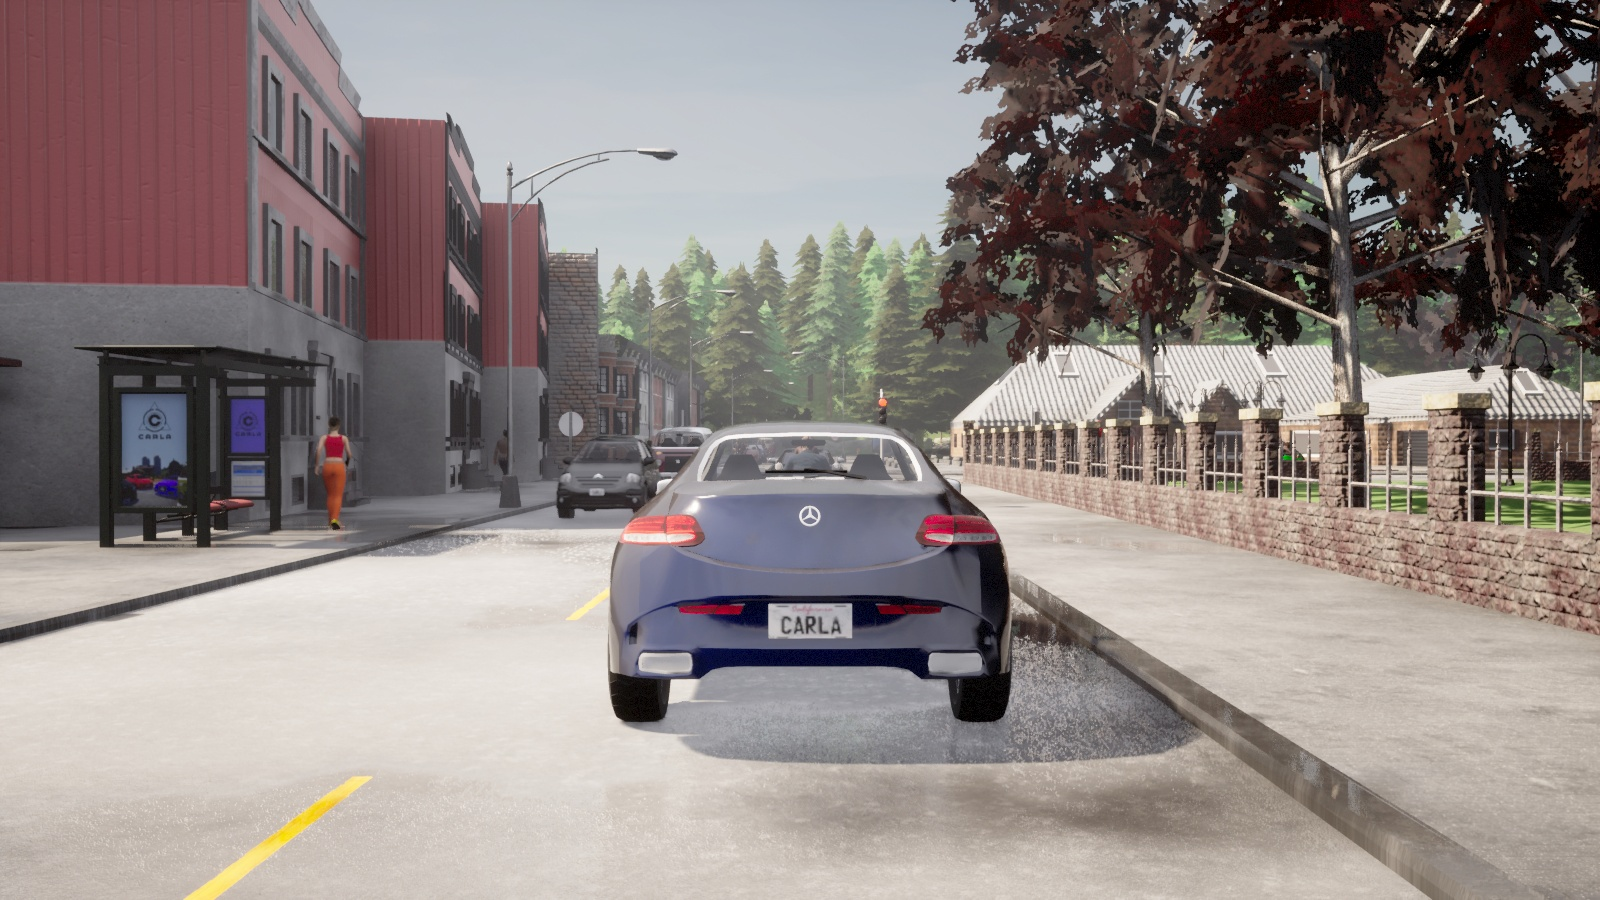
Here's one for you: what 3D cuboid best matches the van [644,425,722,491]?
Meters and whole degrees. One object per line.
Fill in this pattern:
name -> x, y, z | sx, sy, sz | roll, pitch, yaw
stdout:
van -> -3.774, 0.234, 41.271 | 2.069, 2.038, 4.480 | 0, 0, 1

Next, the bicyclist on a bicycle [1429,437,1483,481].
bicyclist on a bicycle -> 26.748, 0.349, 51.210 | 1.843, 1.776, 0.659 | 0, 0, -1

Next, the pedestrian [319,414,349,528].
pedestrian -> -7.594, 0.334, 20.482 | 0.345, 1.836, 0.594 | 0, 0, -10

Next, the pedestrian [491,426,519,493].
pedestrian -> -8.063, 0.256, 34.327 | 0.328, 1.805, 0.869 | 0, 0, 19

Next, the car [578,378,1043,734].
car -> 0.057, 0.478, 8.336 | 2.152, 1.651, 5.027 | 0, 0, 0

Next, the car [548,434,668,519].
car -> -3.857, 0.496, 25.830 | 1.851, 1.617, 3.988 | 0, 0, 0
